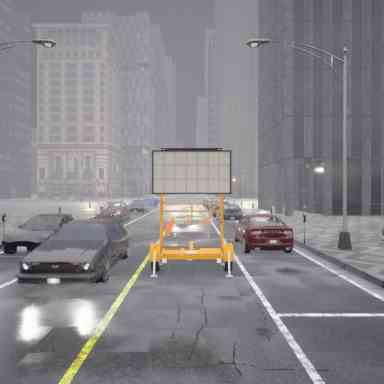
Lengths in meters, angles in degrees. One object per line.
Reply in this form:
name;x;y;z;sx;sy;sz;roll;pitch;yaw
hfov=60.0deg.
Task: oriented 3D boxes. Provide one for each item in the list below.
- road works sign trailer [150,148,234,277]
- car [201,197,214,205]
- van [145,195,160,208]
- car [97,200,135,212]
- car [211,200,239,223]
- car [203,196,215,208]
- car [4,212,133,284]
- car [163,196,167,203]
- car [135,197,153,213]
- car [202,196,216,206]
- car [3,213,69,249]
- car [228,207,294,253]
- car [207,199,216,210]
road works sign trailer;-0.007;0.463;10.205;2.380;3.560;2.880;0;0;0
car;2.714;1.518;58.599;2.008;1.369;4.403;0;0;0
van;-5.803;1.320;47.309;1.690;1.788;3.998;0;0;0
car;-5.785;1.435;24.744;1.967;1.590;4.097;0;0;0
car;2.741;1.546;24.754;2.008;1.369;4.403;0;0;0
car;2.727;1.509;41.846;1.752;1.417;4.829;0;0;0
car;-3.006;1.546;9.885;2.033;1.411;5.357;0;0;0
car;-5.816;1.512;64.232;2.008;1.369;4.403;0;0;0
car;-5.793;1.554;36.027;1.947;1.339;4.313;0;0;0
car;2.718;1.414;52.958;1.967;1.590;4.097;0;0;0
car;-5.775;1.564;13.463;1.947;1.339;4.313;0;0;0
car;2.750;1.543;13.473;1.887;1.381;4.507;0;0;0
car;2.736;1.558;30.394;1.947;1.339;4.313;0;0;0
